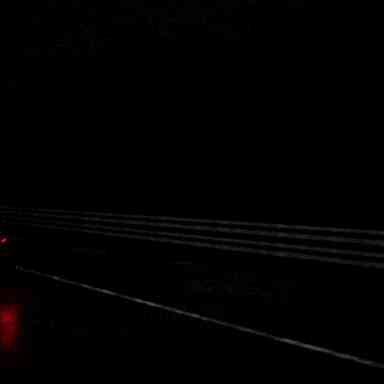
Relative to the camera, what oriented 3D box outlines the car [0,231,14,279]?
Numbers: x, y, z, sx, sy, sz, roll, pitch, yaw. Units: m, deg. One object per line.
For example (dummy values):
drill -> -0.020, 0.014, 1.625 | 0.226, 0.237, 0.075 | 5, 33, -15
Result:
car -> -6.643, 1.285, 8.607 | 4.553, 1.767, 2.097 | 1, 0, 35
